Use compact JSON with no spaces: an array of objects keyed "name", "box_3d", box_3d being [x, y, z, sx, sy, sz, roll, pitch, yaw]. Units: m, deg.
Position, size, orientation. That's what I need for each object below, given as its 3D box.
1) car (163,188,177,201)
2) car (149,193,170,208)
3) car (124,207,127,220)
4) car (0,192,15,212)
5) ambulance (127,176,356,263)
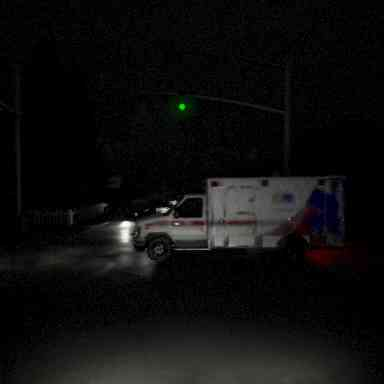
[{"name":"car","box_3d":[-3.682,0.358,56.730,2.150,2.045,5.566,0,1,0]},{"name":"car","box_3d":[-3.703,0.890,38.301,1.882,1.535,5.008,0,1,0]},{"name":"car","box_3d":[-3.670,1.153,24.187,1.812,1.442,4.674,0,1,0]},{"name":"car","box_3d":[-14.602,0.930,24.606,1.905,1.878,3.866,0,1,-1]},{"name":"ambulance","box_3d":[1.447,0.791,10.434,6.366,2.431,2.351,-1,0,-1]}]
